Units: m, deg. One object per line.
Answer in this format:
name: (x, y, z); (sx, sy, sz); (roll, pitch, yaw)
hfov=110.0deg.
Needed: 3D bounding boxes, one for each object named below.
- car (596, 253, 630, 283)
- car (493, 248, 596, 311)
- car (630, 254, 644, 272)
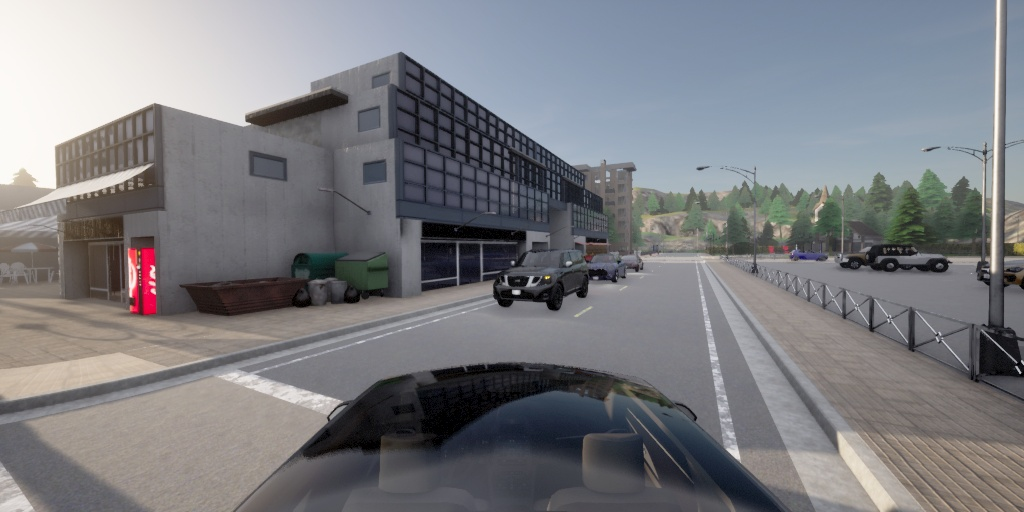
car: (5.825, 0.641, 22.603); (2.097, 1.767, 4.553); (0, 1, 27)
car: (1.380, 0.737, 13.828); (2.150, 2.045, 5.566); (0, 1, 27)
car: (10.454, 0.580, 31.729); (1.812, 1.442, 4.674); (0, 1, 27)
